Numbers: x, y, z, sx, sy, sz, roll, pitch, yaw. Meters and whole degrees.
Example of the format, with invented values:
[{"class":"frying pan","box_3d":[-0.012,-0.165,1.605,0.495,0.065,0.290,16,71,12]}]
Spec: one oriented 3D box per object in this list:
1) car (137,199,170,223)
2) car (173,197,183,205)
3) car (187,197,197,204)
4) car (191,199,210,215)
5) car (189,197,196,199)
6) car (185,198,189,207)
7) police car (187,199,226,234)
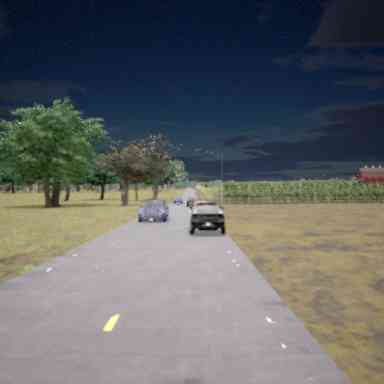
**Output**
[{"class":"car","box_3d":[-2.852,1.351,25.548,2.097,1.767,4.553,0,0,0]},{"class":"car","box_3d":[-2.767,1.742,66.616,1.882,1.535,5.008,0,0,0]},{"class":"car","box_3d":[-0.011,1.737,69.997,2.033,1.411,5.357,0,0,0]},{"class":"car","box_3d":[0.819,1.513,35.128,1.882,1.535,5.008,0,0,0]},{"class":"car","box_3d":[0.820,1.466,29.315,1.801,1.575,5.366,0,0,0]},{"class":"car","box_3d":[-0.009,1.679,54.993,1.837,1.490,4.892,0,-1,0]},{"class":"police car","box_3d":[0.822,1.413,19.232,1.930,1.638,5.238,0,0,0]}]
